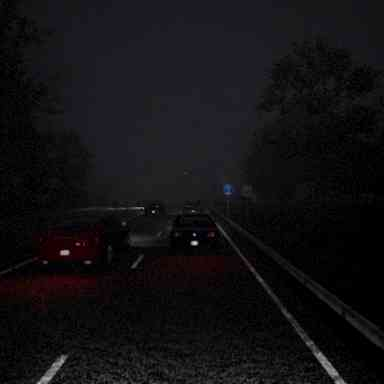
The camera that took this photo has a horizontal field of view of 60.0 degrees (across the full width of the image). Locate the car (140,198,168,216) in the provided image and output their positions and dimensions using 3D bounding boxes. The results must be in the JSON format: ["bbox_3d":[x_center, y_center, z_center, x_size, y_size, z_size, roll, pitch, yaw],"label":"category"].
[{"bbox_3d":[-3.406,1.489,31.756,1.837,1.490,4.892,0,0,0],"label":"car"}]

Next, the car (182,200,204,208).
[{"bbox_3d":[0.092,1.476,31.699,2.128,1.511,4.902,0,0,0],"label":"car"}]

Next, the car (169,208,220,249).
[{"bbox_3d":[0.097,1.594,14.444,1.895,1.301,4.718,0,0,0],"label":"car"}]

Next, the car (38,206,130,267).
[{"bbox_3d":[-3.403,1.472,11.374,1.882,1.535,5.008,0,0,0],"label":"car"}]

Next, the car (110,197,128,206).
[{"bbox_3d":[-10.588,1.453,48.394,1.882,1.535,5.008,0,0,0],"label":"car"}]

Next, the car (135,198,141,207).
[{"bbox_3d":[-7.085,1.539,49.124,1.994,1.385,4.181,0,0,0],"label":"car"}]
